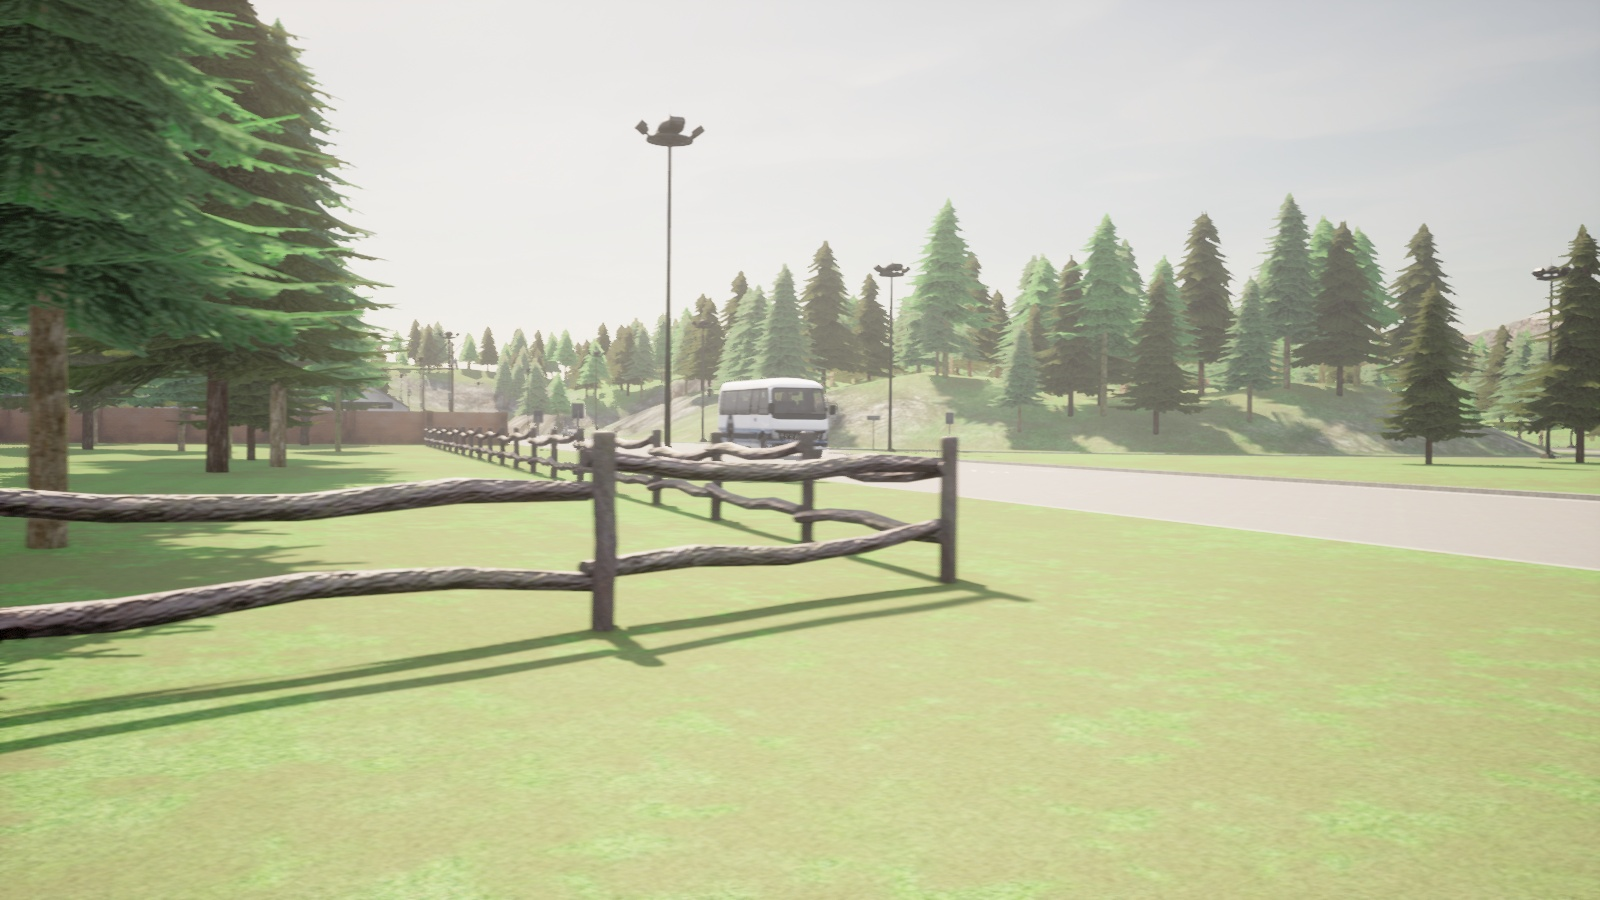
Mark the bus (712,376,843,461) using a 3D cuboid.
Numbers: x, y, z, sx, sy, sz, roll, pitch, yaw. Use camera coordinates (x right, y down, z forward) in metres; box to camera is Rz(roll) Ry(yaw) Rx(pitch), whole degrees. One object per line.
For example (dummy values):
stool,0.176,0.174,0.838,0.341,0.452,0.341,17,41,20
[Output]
bus,-1.425,-1.707,68.248,3.944,4.253,10.273,-1,1,-20
